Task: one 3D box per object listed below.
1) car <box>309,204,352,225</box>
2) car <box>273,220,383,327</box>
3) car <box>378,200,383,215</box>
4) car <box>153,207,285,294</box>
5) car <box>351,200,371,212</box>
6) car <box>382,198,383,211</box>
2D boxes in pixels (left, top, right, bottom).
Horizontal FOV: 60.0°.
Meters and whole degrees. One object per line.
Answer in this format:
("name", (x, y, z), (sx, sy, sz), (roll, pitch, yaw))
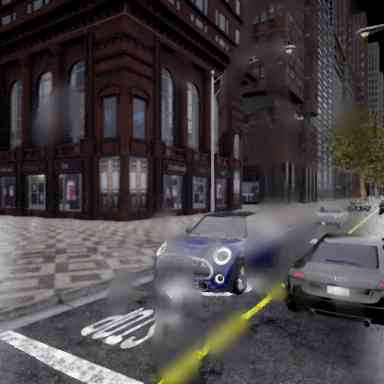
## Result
("car", (9.167, 1.601, 22.126), (1.895, 1.301, 4.718), (0, 0, 32))
("car", (3.416, 1.564, 7.058), (1.994, 1.385, 4.181), (0, 0, 32))
("car", (19.991, 1.513, 33.515), (1.837, 1.490, 4.892), (0, 0, 32))
("car", (0.973, 1.351, 9.003), (2.097, 1.767, 4.553), (0, 0, 32))
("car", (19.502, 1.588, 38.507), (1.994, 1.385, 4.181), (0, 0, 32))
("car", (25.459, 1.569, 42.377), (2.033, 1.411, 5.357), (0, 0, 32))
